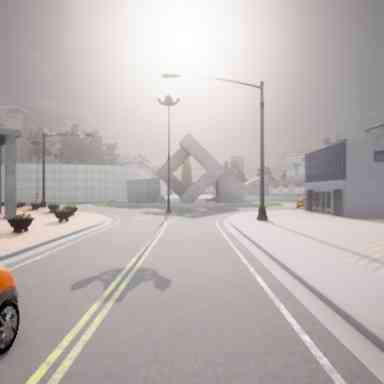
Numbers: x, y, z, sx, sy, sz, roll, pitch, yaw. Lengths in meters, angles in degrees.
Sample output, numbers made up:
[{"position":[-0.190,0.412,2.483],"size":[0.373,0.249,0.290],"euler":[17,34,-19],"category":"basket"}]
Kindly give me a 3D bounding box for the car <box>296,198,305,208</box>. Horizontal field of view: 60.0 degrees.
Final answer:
[{"position":[16.432,1.489,46.573],"size":[5.008,1.535,1.882],"euler":[0,0,-44],"category":"car"}]

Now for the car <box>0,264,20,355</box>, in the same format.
[{"position":[-3.596,1.357,3.023],"size":[2.097,1.767,4.553],"euler":[0,0,0],"category":"car"}]
